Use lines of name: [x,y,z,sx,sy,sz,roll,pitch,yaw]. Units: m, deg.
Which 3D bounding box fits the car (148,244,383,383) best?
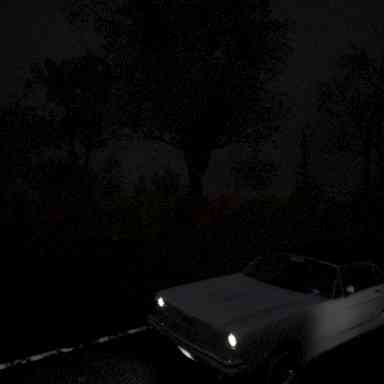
car: [1.735,1.596,5.228,4.718,1.301,1.895,0,0,-35]
